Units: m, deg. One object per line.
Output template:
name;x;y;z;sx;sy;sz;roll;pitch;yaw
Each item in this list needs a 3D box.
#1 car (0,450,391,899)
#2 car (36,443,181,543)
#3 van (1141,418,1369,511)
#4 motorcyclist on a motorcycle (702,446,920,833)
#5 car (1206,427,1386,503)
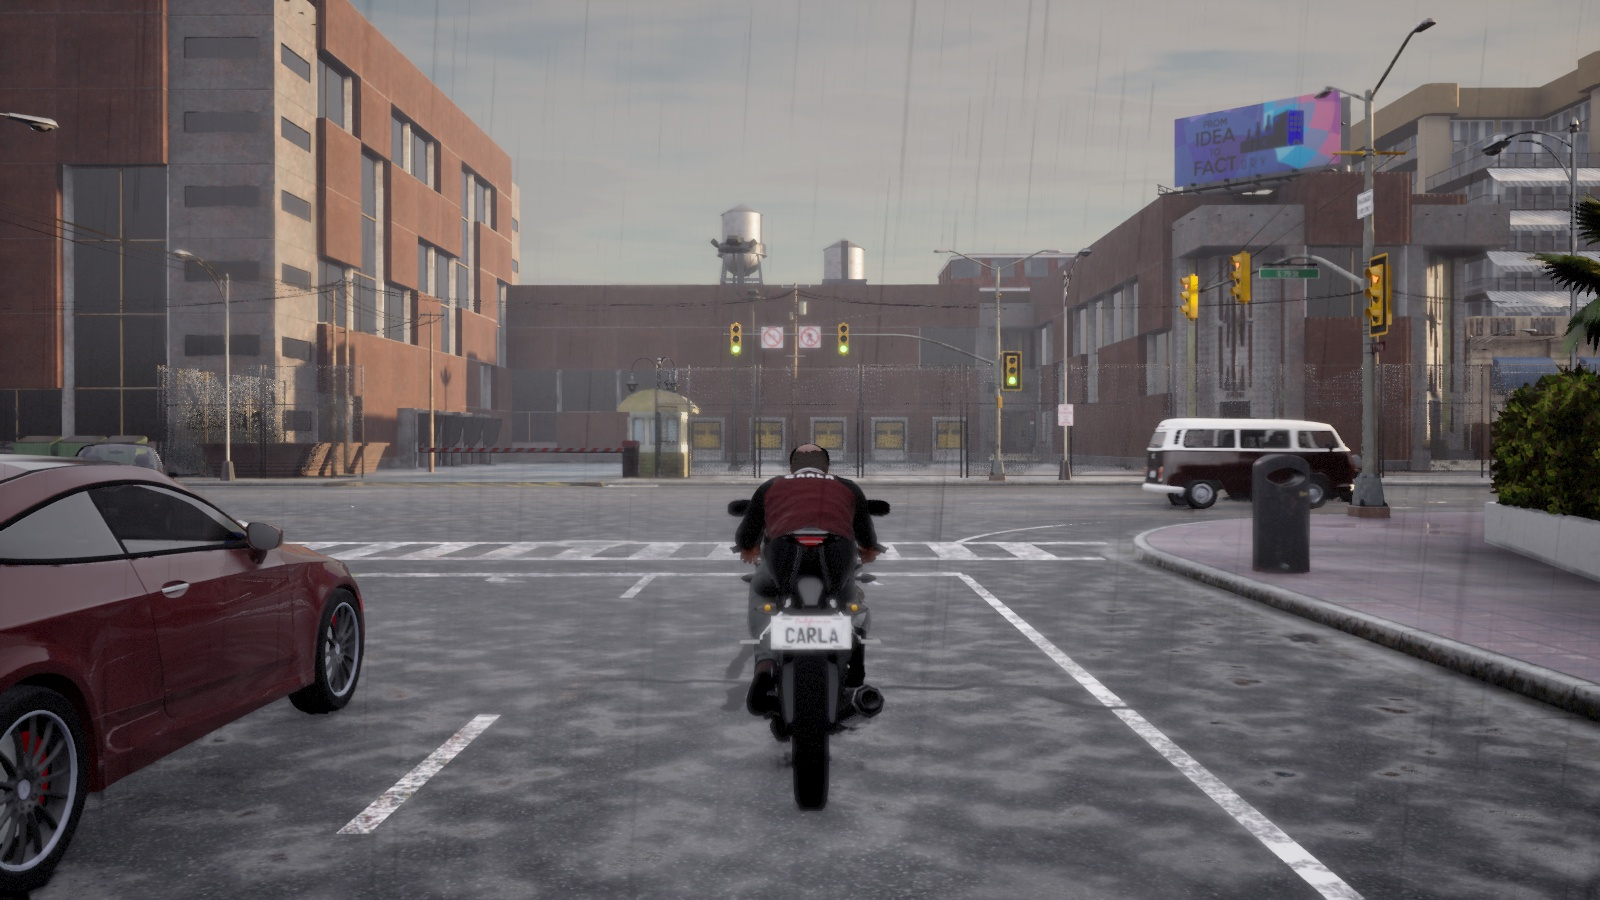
car;-3.445;0.739;5.453;1.812;1.442;4.674;0;0;0
car;-11.306;0.633;20.751;1.845;1.501;3.633;0;0;-25
van;10.305;0.315;28.713;4.480;2.038;2.069;0;0;1
motorcyclist on a motorcycle;0.045;0.747;6.071;0.866;1.530;2.191;0;0;0
car;12.604;0.371;32.105;3.866;1.878;1.905;0;0;3
